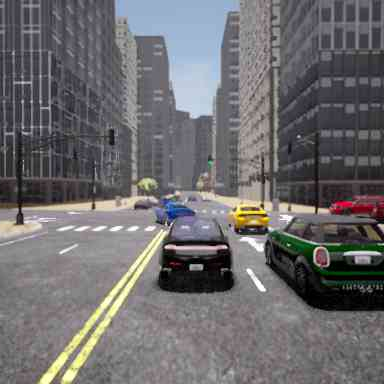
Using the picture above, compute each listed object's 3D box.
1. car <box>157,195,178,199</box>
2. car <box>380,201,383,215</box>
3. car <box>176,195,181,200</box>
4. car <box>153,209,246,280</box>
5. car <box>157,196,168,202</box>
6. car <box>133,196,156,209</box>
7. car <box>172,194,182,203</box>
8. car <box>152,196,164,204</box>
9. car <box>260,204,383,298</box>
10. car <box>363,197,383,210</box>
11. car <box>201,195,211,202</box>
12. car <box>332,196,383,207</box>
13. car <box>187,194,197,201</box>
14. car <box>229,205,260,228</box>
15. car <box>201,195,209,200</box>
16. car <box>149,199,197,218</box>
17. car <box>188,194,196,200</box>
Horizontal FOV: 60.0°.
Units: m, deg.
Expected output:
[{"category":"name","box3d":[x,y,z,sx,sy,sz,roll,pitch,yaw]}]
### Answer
[{"category":"car","box3d":[-3.318,1.542,45.195,1.812,1.442,4.674,0,0,0]},{"category":"car","box3d":[21.826,1.682,33.374,4.829,1.417,1.752,1,0,1]},{"category":"car","box3d":[-3.299,1.580,53.940,1.994,1.385,4.181,0,0,1]},{"category":"car","box3d":[0.105,1.497,9.997,2.128,1.511,4.902,0,0,0]},{"category":"car","box3d":[-6.466,1.565,73.652,1.994,1.385,4.181,0,0,0]},{"category":"car","box3d":[-6.563,1.564,44.765,2.033,1.411,5.357,0,0,0]},{"category":"car","box3d":[-3.215,1.368,72.819,2.097,1.767,4.553,0,0,0]},{"category":"car","box3d":[-6.478,1.520,63.673,1.837,1.490,4.892,0,0,0]},{"category":"car","box3d":[3.354,1.357,8.657,2.097,1.767,4.553,0,0,0]},{"category":"car","box3d":[16.213,1.549,25.090,5.009,1.841,2.192,1,0,1]},{"category":"car","box3d":[3.287,1.599,76.331,1.895,1.301,4.718,0,0,0]},{"category":"car","box3d":[15.722,1.364,30.874,5.566,2.045,2.150,1,1,1]},{"category":"car","box3d":[0.037,1.359,76.273,2.097,1.767,4.553,0,0,0]},{"category":"car","box3d":[3.356,1.522,20.474,1.882,1.535,5.008,0,-1,0]},{"category":"car","box3d":[3.292,1.434,86.334,1.895,1.301,4.718,0,0,0]},{"category":"car","box3d":[-1.391,1.556,24.172,1.882,1.535,5.008,2,0,-22]},{"category":"car","box3d":[0.042,1.364,86.306,2.128,1.511,4.902,0,0,0]}]
